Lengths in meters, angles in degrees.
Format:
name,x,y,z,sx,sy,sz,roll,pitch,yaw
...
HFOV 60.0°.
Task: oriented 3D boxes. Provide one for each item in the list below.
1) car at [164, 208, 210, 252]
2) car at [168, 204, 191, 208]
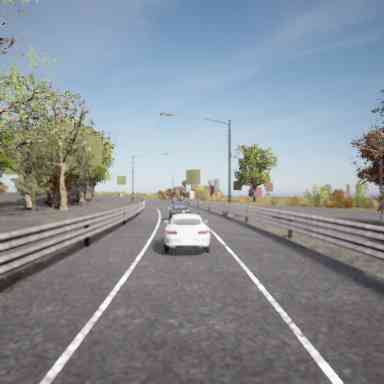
name,x,y,z,sx,sy,sz,roll,pitch,yaw
car,-0.245,1.662,14.507,1.812,1.442,4.674,0,0,-2
car,-1.112,1.761,29.452,2.128,1.511,4.902,0,0,-4
